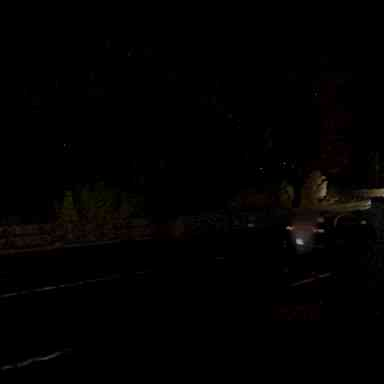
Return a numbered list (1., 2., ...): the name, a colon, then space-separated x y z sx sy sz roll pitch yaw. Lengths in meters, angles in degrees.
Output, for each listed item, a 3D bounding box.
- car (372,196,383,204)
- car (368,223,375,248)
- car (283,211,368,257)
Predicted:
1. car: 36.853 1.519 65.142 1.812 1.442 4.674 0 0 12
2. car: 7.582 1.490 10.243 4.902 1.511 2.128 0 0 -42
3. car: 5.526 1.506 13.097 4.902 1.511 2.128 0 0 -42
